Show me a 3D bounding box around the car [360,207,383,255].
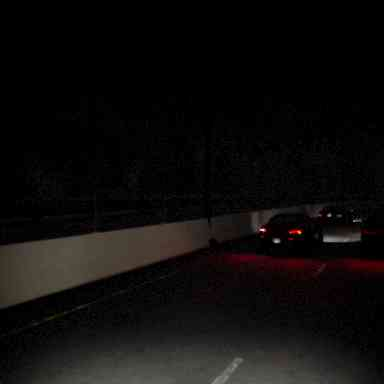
[{"bbox_3d":[7.807,1.540,13.096,1.882,1.535,5.008,0,0,31],"label":"car"}]

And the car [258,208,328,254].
[{"bbox_3d":[4.221,1.588,13.921,1.812,1.442,4.674,0,-1,31],"label":"car"}]

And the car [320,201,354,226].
[{"bbox_3d":[10.778,1.661,24.914,2.033,1.411,5.357,0,0,33],"label":"car"}]

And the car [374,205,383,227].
[{"bbox_3d":[14.666,1.717,24.416,1.895,1.301,4.718,0,0,34],"label":"car"}]

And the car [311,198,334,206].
[{"bbox_3d":[23.640,1.833,60.137,4.181,1.385,1.994,0,0,-39],"label":"car"}]
